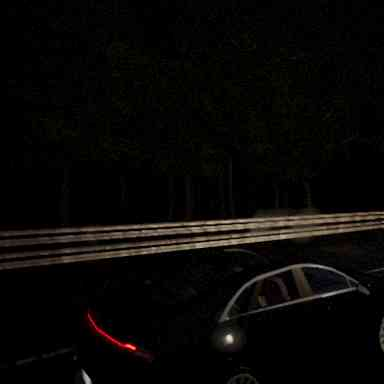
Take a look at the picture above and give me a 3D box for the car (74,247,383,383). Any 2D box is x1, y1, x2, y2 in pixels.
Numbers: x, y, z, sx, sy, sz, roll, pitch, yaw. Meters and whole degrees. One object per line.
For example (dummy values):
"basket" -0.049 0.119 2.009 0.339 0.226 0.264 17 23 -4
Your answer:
"car" 1.015 1.521 4.465 4.902 1.511 2.128 0 0 -35
